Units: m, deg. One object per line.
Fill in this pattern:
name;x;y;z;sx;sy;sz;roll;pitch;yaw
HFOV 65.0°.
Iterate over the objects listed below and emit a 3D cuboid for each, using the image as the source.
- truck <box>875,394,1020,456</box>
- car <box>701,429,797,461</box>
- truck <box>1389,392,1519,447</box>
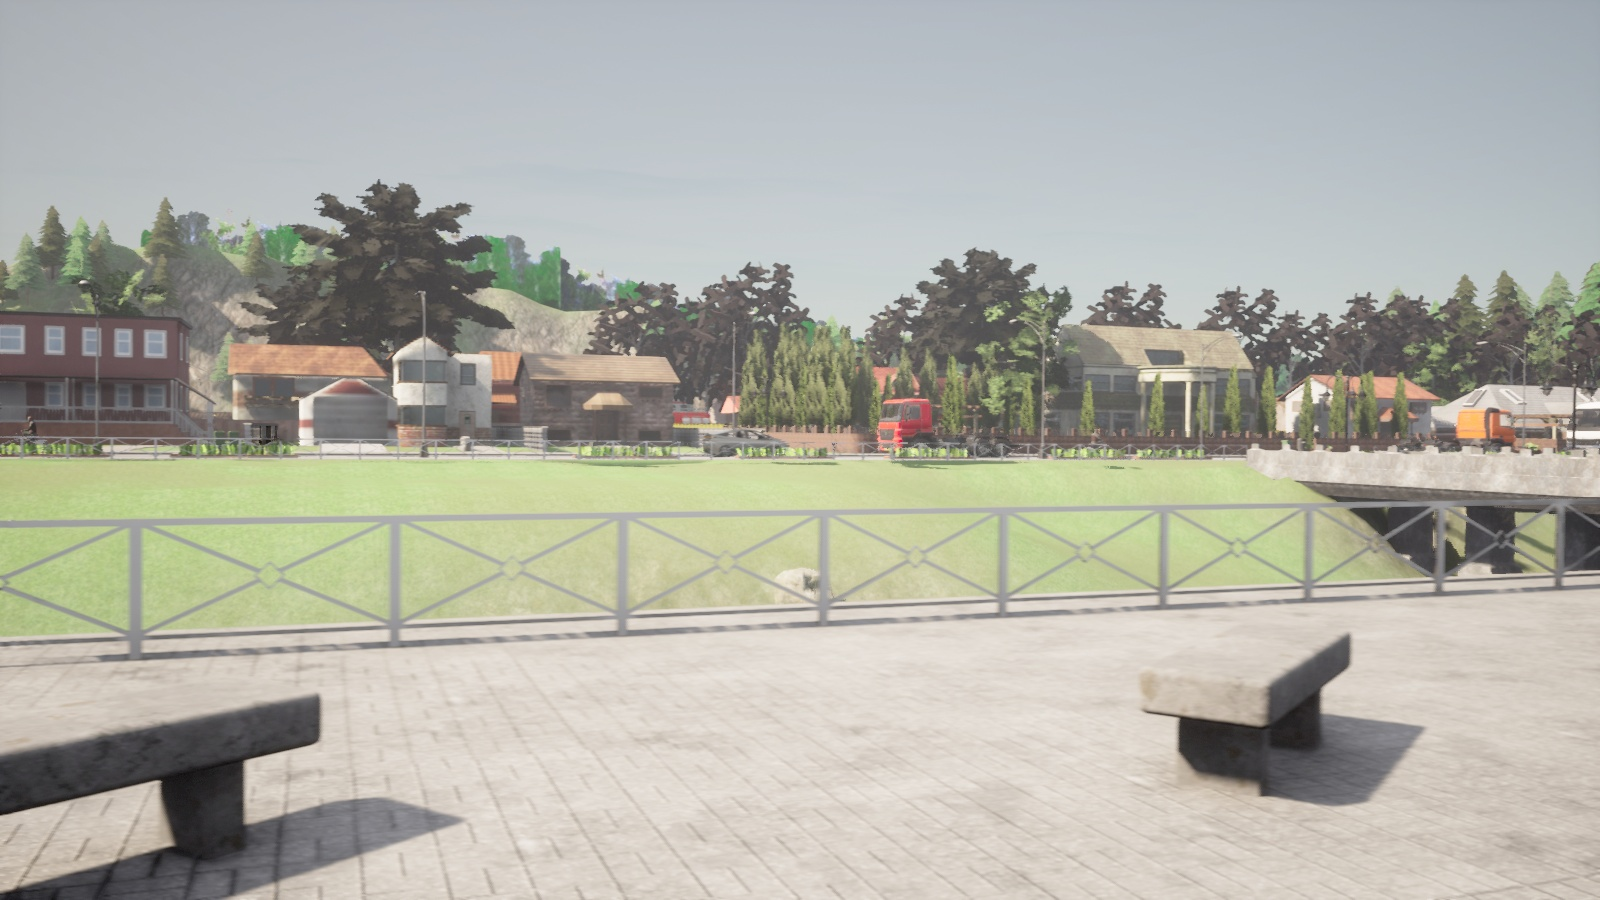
truck;8.577;-1.465;73.003;7.936;3.462;2.891;-1;1;-21
car;-2.634;-0.276;64.483;4.514;1.525;2.007;-1;1;-21
truck;42.502;-1.971;81.596;7.936;3.462;2.891;-1;1;-21
